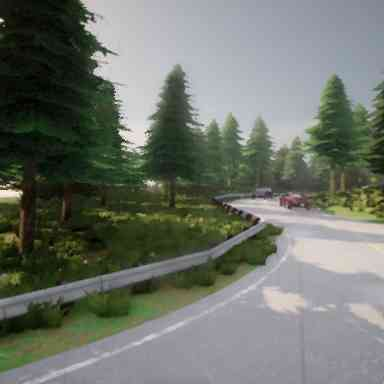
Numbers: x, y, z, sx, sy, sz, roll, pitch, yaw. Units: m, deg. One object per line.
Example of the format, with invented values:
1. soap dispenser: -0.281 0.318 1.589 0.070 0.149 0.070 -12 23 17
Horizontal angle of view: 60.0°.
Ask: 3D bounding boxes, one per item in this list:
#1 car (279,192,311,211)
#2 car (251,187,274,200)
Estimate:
1. car: 8.828 0.730 28.631 1.812 1.442 4.674 2 3 2
2. car: 8.952 0.198 42.094 1.837 1.490 4.892 0 1 28
